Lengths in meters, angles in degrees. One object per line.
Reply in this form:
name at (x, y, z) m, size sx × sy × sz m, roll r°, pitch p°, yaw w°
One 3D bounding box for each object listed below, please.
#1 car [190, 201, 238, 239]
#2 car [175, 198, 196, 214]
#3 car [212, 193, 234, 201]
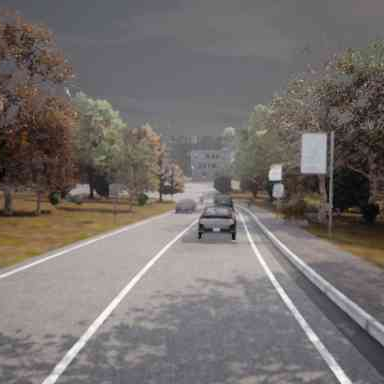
car at (1.346, 1.466, 17.323) m, size 2.128 × 1.511 × 4.902 m, roll 1°, pitch 0°, yaw 6°
car at (-0.566, 1.403, 34.075) m, size 1.837 × 1.490 × 4.892 m, roll 1°, pitch 0°, yaw 6°
car at (3.496, 1.151, 37.453) m, size 2.150 × 2.045 × 5.566 m, roll 1°, pitch 0°, yaw 5°
